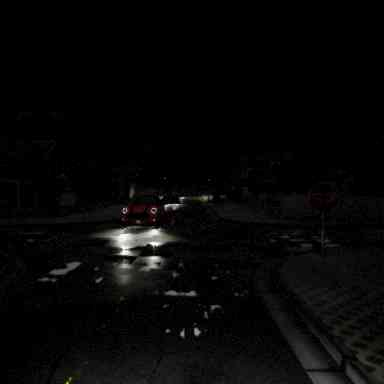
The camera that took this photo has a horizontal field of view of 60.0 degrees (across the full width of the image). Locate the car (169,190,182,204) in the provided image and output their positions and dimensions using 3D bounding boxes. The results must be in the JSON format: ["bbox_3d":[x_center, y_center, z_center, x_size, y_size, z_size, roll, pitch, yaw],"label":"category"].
[{"bbox_3d":[-2.729,0.859,43.479,1.994,1.385,4.181,0,2,0],"label":"car"}]

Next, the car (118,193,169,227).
[{"bbox_3d":[-2.790,0.970,19.748,2.097,1.767,4.553,0,1,1],"label":"car"}]

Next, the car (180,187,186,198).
[{"bbox_3d":[-2.725,0.361,67.578,1.837,1.490,4.892,0,1,0],"label":"car"}]
